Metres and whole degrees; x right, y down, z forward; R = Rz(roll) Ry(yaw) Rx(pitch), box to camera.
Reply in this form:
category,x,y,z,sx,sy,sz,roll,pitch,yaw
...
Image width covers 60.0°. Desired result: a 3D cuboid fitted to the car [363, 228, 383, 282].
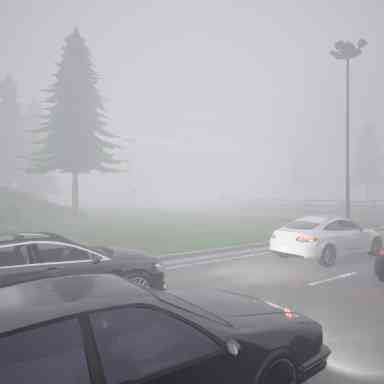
category,x,y,z,sx,sy,sz,roll,pitch,yaw
car,6.491,1.564,8.416,4.181,1.385,1.994,0,0,-35

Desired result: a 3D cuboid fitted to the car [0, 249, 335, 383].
category,x,y,z,sx,sy,sz,roll,pitch,yaw
car,-1.013,1.547,3.022,5.357,1.411,2.033,0,0,-36

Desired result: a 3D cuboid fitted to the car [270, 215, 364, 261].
category,x,y,z,sx,sy,sz,roll,pitch,yaw
car,4.653,1.526,11.399,4.674,1.442,1.812,0,0,-35

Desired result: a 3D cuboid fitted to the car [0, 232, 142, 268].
category,x,y,z,sx,sy,sz,roll,pitch,yaw
car,-2.776,1.491,6.065,4.902,1.511,2.128,0,0,-35
